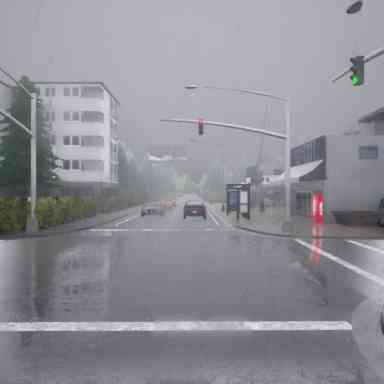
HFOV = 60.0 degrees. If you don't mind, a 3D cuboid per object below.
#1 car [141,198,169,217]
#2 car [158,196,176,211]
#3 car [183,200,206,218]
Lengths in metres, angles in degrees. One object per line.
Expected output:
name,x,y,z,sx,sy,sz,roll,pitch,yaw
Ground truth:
car,-3.527,1.564,31.031,1.994,1.385,4.181,0,0,0
car,-3.497,1.352,40.733,2.097,1.767,4.553,0,0,0
car,0.214,1.477,29.752,1.882,1.535,5.008,0,0,0
